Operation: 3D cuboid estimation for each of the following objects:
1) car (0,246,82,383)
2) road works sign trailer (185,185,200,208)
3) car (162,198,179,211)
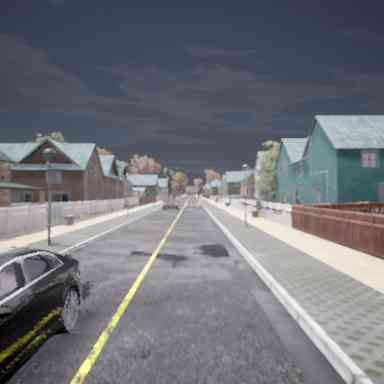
[{"bbox_3d":[-2.849,1.511,3.979,2.128,1.511,4.902,0,0,0],"label":"car"},{"bbox_3d":[0.016,0.693,52.637,2.380,3.560,2.880,0,0,0],"label":"road works sign trailer"},{"bbox_3d":[-2.820,1.552,45.002,2.097,1.767,4.553,0,0,0],"label":"car"}]
